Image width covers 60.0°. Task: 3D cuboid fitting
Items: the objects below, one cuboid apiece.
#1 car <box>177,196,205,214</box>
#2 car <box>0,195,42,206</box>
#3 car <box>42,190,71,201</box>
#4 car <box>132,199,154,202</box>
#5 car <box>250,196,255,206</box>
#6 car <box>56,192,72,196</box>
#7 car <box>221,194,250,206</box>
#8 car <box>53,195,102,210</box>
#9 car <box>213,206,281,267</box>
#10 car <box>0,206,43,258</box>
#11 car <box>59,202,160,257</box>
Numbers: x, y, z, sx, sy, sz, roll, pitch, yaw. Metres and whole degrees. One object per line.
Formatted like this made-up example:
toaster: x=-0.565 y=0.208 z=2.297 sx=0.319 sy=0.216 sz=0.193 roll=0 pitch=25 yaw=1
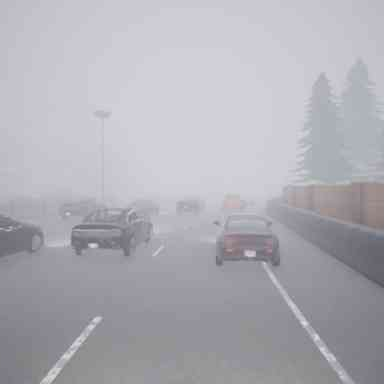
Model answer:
car: x=-0.011 y=1.128 z=30.212 sx=1.882 sy=1.535 sz=5.008 roll=0 pitch=1 yaw=12
car: x=-19.964 y=1.050 z=37.936 sx=2.128 sy=1.511 sz=4.902 roll=0 pitch=1 yaw=13
car: x=-20.315 y=0.643 z=49.945 sx=2.150 sy=2.045 sz=5.566 roll=0 pitch=0 yaw=16
car: x=-4.085 y=1.243 z=27.678 sx=1.994 sy=1.385 sz=4.181 roll=0 pitch=1 yaw=11
car: x=7.113 y=1.095 z=43.883 sx=1.895 sy=1.301 sz=4.718 roll=0 pitch=1 yaw=19
car: x=-14.858 y=1.040 z=43.732 sx=2.033 sy=1.411 sz=5.357 roll=0 pitch=1 yaw=16
car: x=4.339 y=0.961 z=33.905 sx=2.097 sy=1.767 sz=4.553 roll=0 pitch=1 yaw=15
car: x=-8.095 y=1.212 z=25.176 sx=1.837 sy=1.490 sz=4.892 roll=0 pitch=1 yaw=10
car: x=1.696 y=1.399 z=10.903 sx=1.812 sy=1.442 sz=4.674 roll=0 pitch=1 yaw=5
car: x=-6.414 y=1.385 z=10.130 sx=1.837 sy=1.490 sz=4.892 roll=0 pitch=1 yaw=4
car: x=-2.738 y=1.347 z=12.317 sx=2.128 sy=1.511 sz=4.902 roll=0 pitch=1 yaw=5
